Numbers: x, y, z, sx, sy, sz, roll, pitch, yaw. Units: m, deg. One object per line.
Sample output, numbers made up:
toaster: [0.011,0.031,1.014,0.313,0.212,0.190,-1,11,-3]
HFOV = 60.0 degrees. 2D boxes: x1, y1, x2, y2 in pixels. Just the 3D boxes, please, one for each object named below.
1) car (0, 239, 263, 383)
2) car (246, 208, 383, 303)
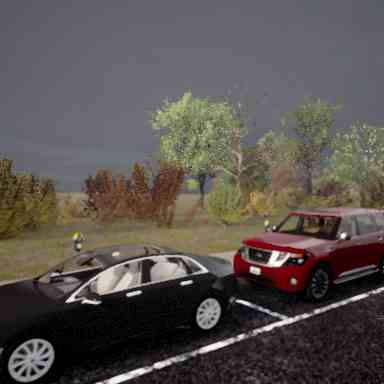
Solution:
car: [-1.212,1.563,5.227,4.403,1.369,2.008,0,0,-36]
car: [3.391,1.363,8.513,5.009,1.841,2.192,0,0,-36]
